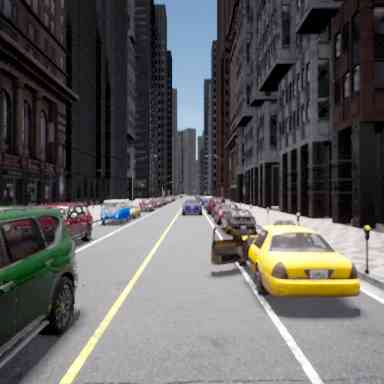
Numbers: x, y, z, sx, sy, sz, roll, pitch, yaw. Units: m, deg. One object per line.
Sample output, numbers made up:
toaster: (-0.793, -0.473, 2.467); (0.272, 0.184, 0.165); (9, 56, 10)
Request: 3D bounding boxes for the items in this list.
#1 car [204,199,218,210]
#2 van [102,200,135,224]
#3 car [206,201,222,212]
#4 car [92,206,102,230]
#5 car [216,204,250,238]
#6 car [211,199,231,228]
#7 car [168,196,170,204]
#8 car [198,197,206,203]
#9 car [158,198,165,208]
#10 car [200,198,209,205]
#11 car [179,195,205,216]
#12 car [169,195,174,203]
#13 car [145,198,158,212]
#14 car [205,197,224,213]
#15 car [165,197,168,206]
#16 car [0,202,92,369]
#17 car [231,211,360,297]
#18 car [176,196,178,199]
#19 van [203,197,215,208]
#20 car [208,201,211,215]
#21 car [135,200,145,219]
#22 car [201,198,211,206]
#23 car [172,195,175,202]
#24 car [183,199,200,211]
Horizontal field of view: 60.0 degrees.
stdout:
car: (2.704, 1.792, 48.047); (1.752, 1.417, 4.829); (0, 0, 0)
van: (-5.792, 1.479, 25.445); (1.690, 1.788, 3.998); (0, 0, 0)
car: (2.711, 1.815, 42.275); (1.802, 1.307, 4.206); (0, 0, 0)
car: (-5.778, 1.391, 14.243); (2.192, 1.841, 5.009); (0, 0, 0)
car: (2.739, 1.657, 19.867); (2.008, 1.369, 4.403); (0, 0, 0)
car: (2.733, 1.577, 25.470); (1.967, 1.590, 4.097); (0, 0, 0)
car: (-5.843, 1.931, 64.656); (1.947, 1.339, 4.313); (0, 0, 0)
car: (2.654, 2.045, 87.091); (1.887, 1.381, 4.507); (0, 0, 0)
car: (-5.828, 1.739, 53.453); (1.967, 1.590, 4.097); (0, 0, 0)
car: (2.675, 1.980, 70.285); (1.802, 1.307, 4.206); (0, 0, 0)
car: (0.025, 1.548, 35.878); (2.097, 1.767, 4.553); (0, 0, 0)
car: (-5.857, 1.983, 75.859); (2.008, 1.369, 4.403); (0, 0, 0)
car: (-5.814, 1.674, 42.250); (1.967, 1.590, 4.097); (0, 0, 0)
car: (2.719, 1.516, 36.674); (2.192, 1.841, 5.009); (0, 0, 0)
car: (-5.836, 1.914, 59.054); (1.802, 1.307, 4.206); (0, 0, 0)
car: (-3.105, 1.242, 3.818); (2.150, 2.045, 5.566); (0, 0, 0)
car: (2.338, 1.502, 8.704); (1.801, 1.575, 5.366); (0, 0, 0)
car: (-5.878, 1.850, 92.666); (2.192, 1.841, 5.009); (0, 0, 0)
van: (2.697, 1.640, 53.480); (1.690, 1.788, 3.998); (0, 0, 0)
car: (2.725, 1.751, 31.071); (1.802, 1.307, 4.206); (0, 0, 0)
car: (-5.799, 1.694, 30.876); (1.752, 1.417, 4.829); (0, 0, 0)
car: (2.682, 1.947, 64.683); (1.802, 1.307, 4.206); (0, 0, 0)
car: (-5.864, 1.990, 81.290); (1.752, 1.417, 4.829); (0, 0, 0)
car: (-0.039, 1.747, 46.023); (2.128, 1.511, 4.902); (0, 0, 0)
